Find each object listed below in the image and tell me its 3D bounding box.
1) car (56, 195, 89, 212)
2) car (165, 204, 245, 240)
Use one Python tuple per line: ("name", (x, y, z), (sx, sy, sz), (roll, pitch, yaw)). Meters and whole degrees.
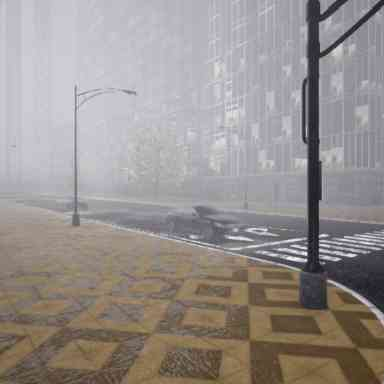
("car", (-11.071, 1.006, 30.752), (1.994, 1.385, 4.181), (0, 1, -38))
("car", (0.443, 1.319, 16.058), (1.812, 1.442, 4.674), (0, 1, -38))
